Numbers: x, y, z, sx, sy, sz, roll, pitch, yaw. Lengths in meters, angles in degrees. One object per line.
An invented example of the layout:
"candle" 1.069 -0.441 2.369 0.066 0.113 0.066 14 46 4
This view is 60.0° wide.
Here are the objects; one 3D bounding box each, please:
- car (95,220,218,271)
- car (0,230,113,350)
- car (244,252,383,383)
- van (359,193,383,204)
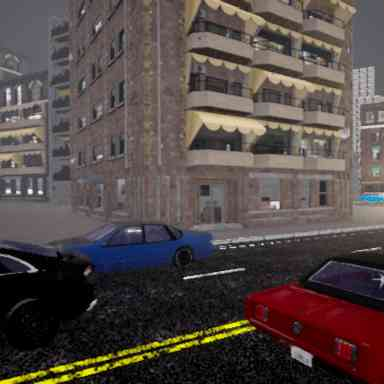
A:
"car" -1.821 1.565 9.773 5.357 1.411 2.033 0 0 -31
"car" -3.899 1.498 4.786 4.902 1.511 2.128 0 0 -30
"car" 3.170 1.613 4.983 4.718 1.301 1.895 0 0 -31
"van" 30.506 1.024 55.941 3.998 1.788 1.690 1 0 26
